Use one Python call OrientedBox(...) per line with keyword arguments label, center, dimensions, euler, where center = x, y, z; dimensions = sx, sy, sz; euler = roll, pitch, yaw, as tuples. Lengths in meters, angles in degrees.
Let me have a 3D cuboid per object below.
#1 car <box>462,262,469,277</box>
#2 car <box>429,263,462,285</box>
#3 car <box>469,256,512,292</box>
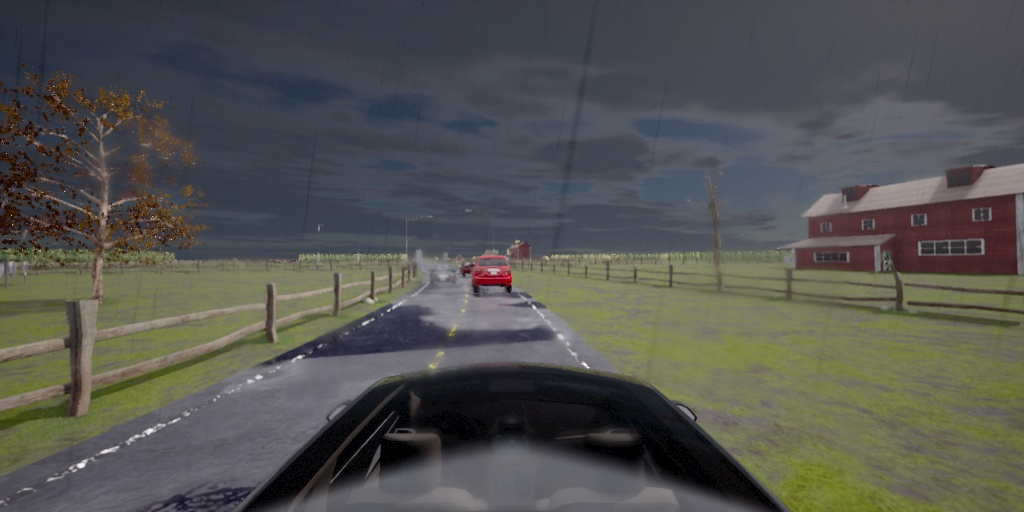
OrientedBox(label="car", center=(-4.500, 1.328, 37.914), dimensions=(1.882, 1.535, 5.008), euler=(0, 0, -14))
OrientedBox(label="car", center=(-5.156, 1.300, 27.032), dimensions=(2.128, 1.511, 4.902), euler=(0, 0, -10))
OrientedBox(label="car", center=(-1.331, 1.025, 21.812), dimensions=(2.150, 2.045, 5.566), euler=(0, 0, -7))
